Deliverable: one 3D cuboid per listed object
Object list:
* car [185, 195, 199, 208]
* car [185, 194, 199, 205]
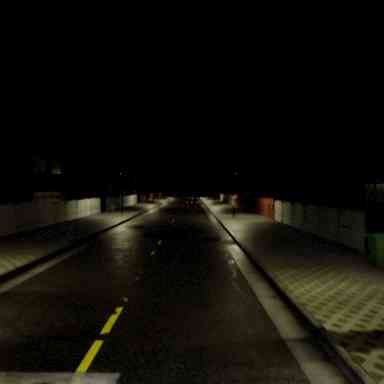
[{"bbox_3d":[-0.003,1.270,42.564,2.033,1.411,5.357,0,0,0],"label":"car"},{"bbox_3d":[-0.004,1.147,52.983,2.128,1.511,4.902,0,0,0],"label":"car"}]
